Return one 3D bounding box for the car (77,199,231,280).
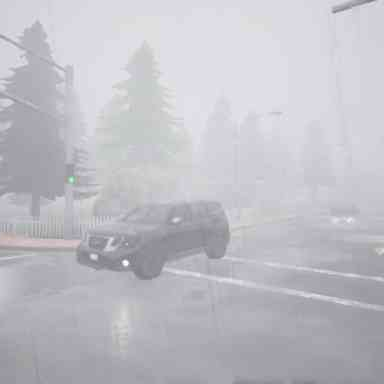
[{"bbox_3d":[-0.830,1.272,10.547,2.150,2.045,5.566,0,0,36],"label":"car"}]

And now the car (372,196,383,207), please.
[{"bbox_3d":[29.533,1.441,52.034,1.882,1.535,5.008,0,0,36],"label":"car"}]

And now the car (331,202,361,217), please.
[{"bbox_3d":[14.802,1.629,31.906,1.994,1.385,4.181,0,0,36],"label":"car"}]
